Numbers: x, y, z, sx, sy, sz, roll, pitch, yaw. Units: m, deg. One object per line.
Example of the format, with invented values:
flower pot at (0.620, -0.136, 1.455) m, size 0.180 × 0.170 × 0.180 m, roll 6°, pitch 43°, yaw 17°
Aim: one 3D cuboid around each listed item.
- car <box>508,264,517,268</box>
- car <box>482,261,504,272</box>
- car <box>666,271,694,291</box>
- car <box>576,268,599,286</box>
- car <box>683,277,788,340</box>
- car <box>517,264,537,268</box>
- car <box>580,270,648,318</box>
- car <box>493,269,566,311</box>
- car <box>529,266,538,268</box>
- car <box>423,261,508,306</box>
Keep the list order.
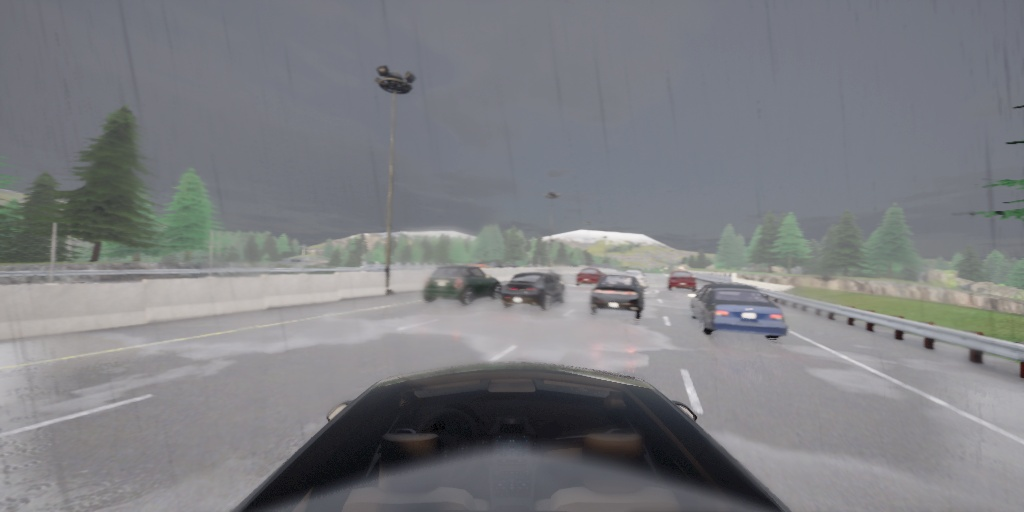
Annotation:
car at (-0.082, 2.125, 62.447) m, size 1.994 × 1.385 × 4.181 m, roll 1°, pitch -1°, yaw 21°
car at (-3.336, 1.845, 63.705) m, size 2.097 × 1.767 × 4.553 m, roll 1°, pitch -1°, yaw 21°
car at (13.363, 1.922, 28.465) m, size 1.882 × 1.535 × 5.008 m, roll 1°, pitch 0°, yaw 21°
car at (6.811, 1.783, 30.929) m, size 1.882 × 1.535 × 5.008 m, roll 1°, pitch 0°, yaw 21°
car at (6.871, 1.602, 11.380) m, size 2.033 × 1.411 × 5.357 m, roll 1°, pitch -1°, yaw 21°
car at (3.181, 2.122, 61.193) m, size 2.128 × 1.511 × 4.902 m, roll 1°, pitch -1°, yaw 21°
car at (4.382, 1.524, 14.625) m, size 2.128 × 1.511 × 4.902 m, roll 1°, pitch -1°, yaw 21°
car at (1.110, 1.468, 15.866) m, size 1.837 × 1.490 × 4.892 m, roll 1°, pitch 0°, yaw 21°
car at (2.895, 1.799, 30.512) m, size 1.895 × 1.301 × 4.718 m, roll 1°, pitch -1°, yaw 21°
car at (-2.189, 1.243, 17.029) m, size 2.097 × 1.767 × 4.553 m, roll 1°, pitch -1°, yaw 21°
